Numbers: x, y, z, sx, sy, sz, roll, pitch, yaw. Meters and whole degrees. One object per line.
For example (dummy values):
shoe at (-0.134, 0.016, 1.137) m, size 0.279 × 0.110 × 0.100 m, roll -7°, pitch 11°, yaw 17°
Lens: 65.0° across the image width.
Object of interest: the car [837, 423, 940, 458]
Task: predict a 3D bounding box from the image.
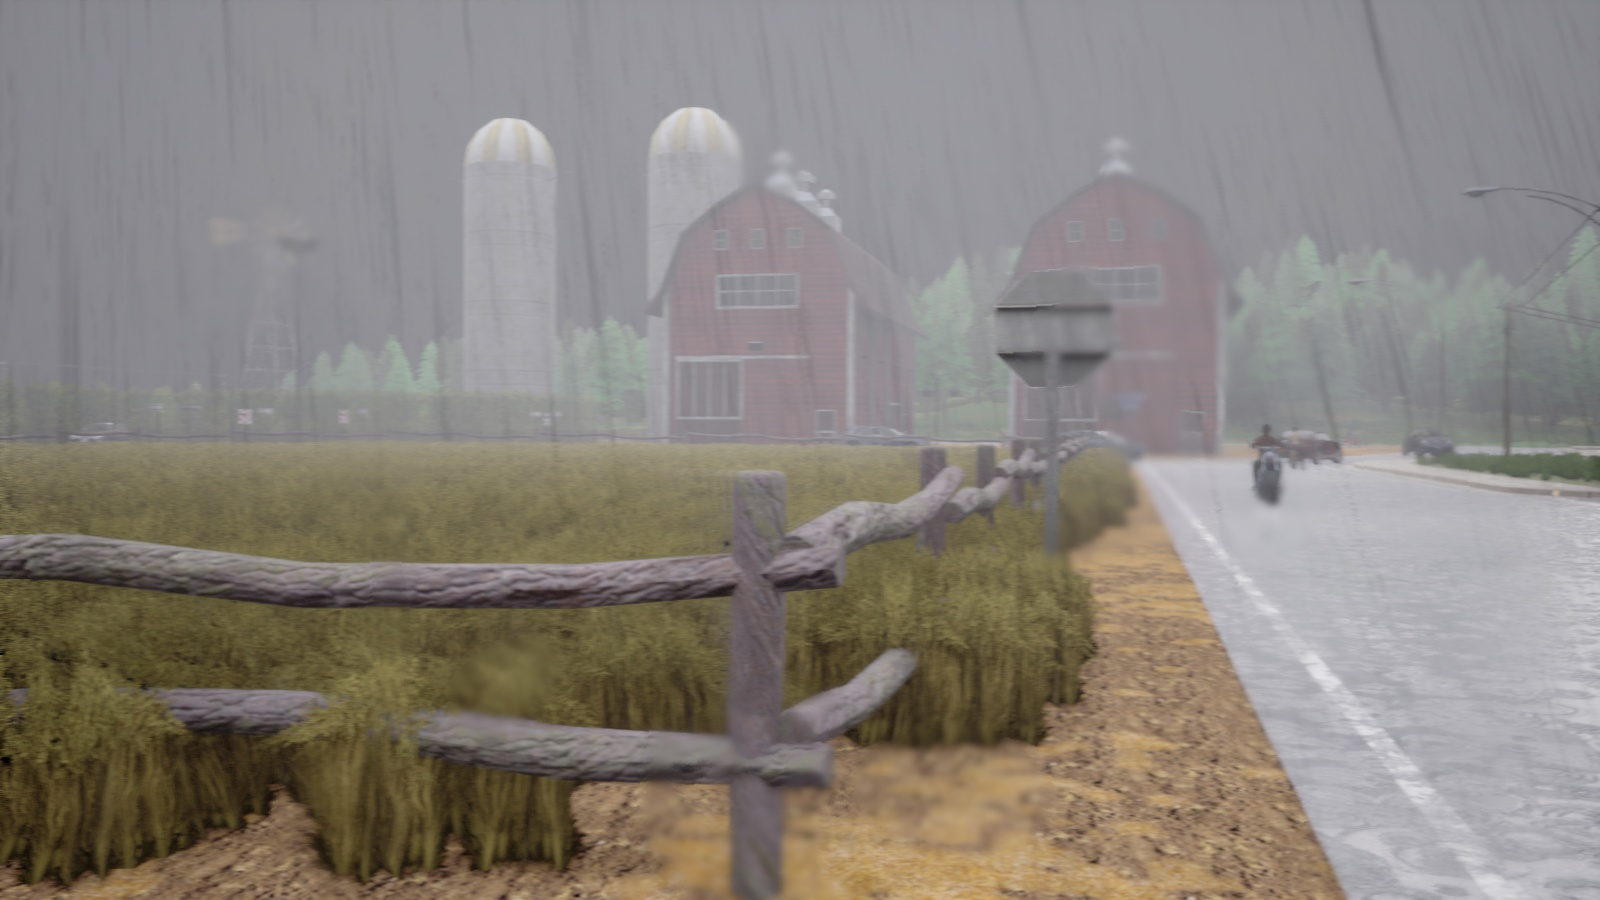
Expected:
car at (4.425, -0.480, 62.397) m, size 4.856 × 1.649 × 2.033 m, roll 0°, pitch 1°, yaw 11°

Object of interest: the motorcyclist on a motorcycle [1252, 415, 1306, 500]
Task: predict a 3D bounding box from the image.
motorcyclist on a motorcycle at (9.713, 0.126, 25.532) m, size 0.766 × 1.649 × 2.350 m, roll 0°, pitch 1°, yaw 14°

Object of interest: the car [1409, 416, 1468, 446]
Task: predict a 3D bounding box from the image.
car at (35.107, -1.060, 69.170) m, size 1.851 × 1.617 × 3.988 m, roll -1°, pitch 1°, yaw 11°

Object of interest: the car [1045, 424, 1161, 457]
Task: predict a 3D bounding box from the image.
car at (14.104, -0.452, 58.588) m, size 4.792 × 1.488 × 2.163 m, roll 0°, pitch 1°, yaw 35°

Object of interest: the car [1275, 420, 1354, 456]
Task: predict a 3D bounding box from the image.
car at (23.228, -0.565, 56.611) m, size 1.882 × 1.535 × 5.008 m, roll 0°, pitch 1°, yaw 39°

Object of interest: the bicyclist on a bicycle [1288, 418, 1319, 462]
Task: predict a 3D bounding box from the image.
bicyclist on a bicycle at (18.834, -0.365, 46.970) m, size 0.866 × 1.612 × 1.509 m, roll 0°, pitch 1°, yaw 14°

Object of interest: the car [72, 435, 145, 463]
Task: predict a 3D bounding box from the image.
car at (-37.805, -0.084, 68.729) m, size 1.970 × 1.475 × 3.806 m, roll -1°, pitch 1°, yaw -2°
